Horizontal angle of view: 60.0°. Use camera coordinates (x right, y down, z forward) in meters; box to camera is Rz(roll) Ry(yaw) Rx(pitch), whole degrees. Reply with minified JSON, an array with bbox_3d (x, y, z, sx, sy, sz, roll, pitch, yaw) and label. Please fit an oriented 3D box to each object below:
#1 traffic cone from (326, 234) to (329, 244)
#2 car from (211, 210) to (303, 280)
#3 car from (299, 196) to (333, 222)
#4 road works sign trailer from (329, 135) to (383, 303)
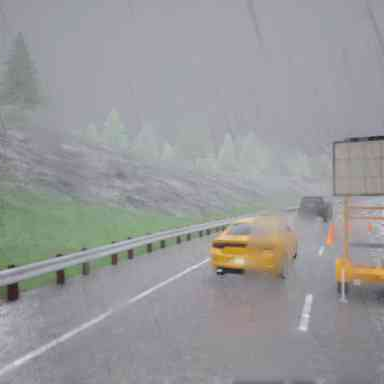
[{"bbox_3d":[6.110,2.018,14.758,0.340,0.580,0.340,-1,-1,24],"label":"traffic cone"},{"bbox_3d":[2.142,1.544,10.380,1.882,1.535,5.008,-1,-1,23],"label":"car"},{"bbox_3d":[10.467,1.350,28.014,2.150,2.045,5.566,-1,-1,28],"label":"car"},{"bbox_3d":[4.601,0.483,7.772,2.380,3.560,2.880,-1,-1,24],"label":"road works sign trailer"}]
